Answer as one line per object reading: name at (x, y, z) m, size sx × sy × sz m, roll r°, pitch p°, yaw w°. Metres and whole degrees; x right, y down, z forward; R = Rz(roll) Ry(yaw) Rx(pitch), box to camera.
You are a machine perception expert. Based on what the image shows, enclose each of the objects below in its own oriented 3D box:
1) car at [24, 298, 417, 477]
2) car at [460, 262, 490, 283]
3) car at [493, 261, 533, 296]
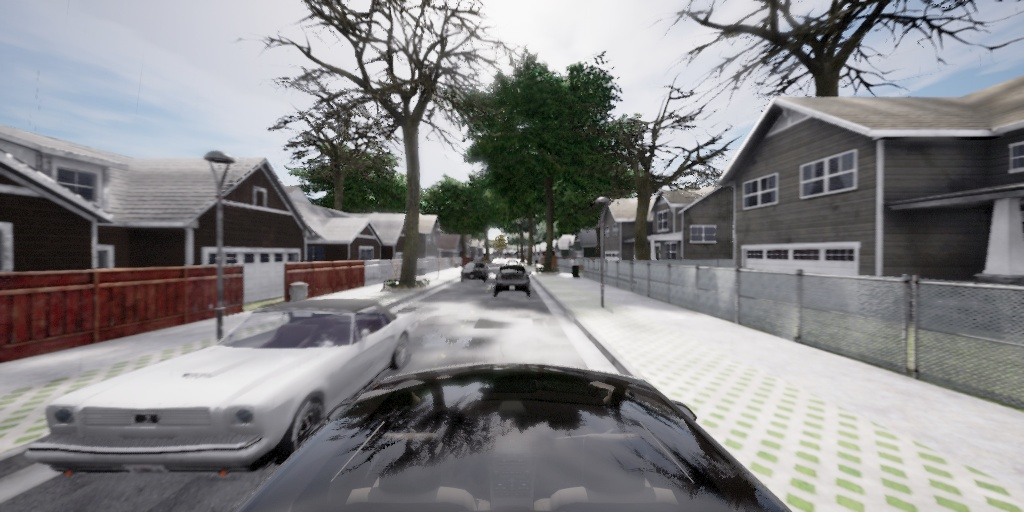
car at (-2.844, 1.345, 4.992) m, size 1.895 × 1.301 × 4.718 m, roll 0°, pitch 0°, yaw 0°
car at (-2.815, 1.182, 27.909) m, size 1.882 × 1.535 × 5.008 m, roll 0°, pitch 0°, yaw 0°
car at (0.028, 1.225, 19.206) m, size 1.837 × 1.490 × 4.892 m, roll 0°, pitch 0°, yaw 1°
